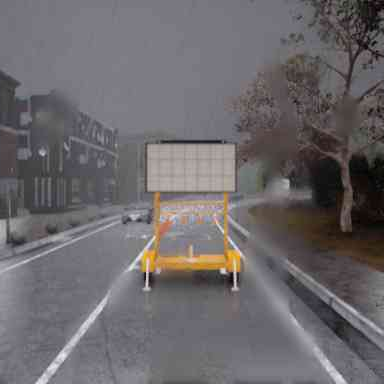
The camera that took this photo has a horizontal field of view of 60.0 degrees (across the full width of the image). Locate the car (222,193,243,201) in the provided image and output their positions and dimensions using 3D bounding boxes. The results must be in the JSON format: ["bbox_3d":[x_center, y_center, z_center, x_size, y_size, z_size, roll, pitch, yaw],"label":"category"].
[{"bbox_3d":[7.929,1.003,64.488,4.902,1.511,2.128,-2,1,-42],"label":"car"}]

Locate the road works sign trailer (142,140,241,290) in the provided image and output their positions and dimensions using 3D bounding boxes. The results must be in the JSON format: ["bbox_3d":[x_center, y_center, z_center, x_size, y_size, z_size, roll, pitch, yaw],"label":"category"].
[{"bbox_3d":[-0.019,0.423,8.902,2.380,3.560,2.880,0,0,0],"label":"road works sign trailer"}]

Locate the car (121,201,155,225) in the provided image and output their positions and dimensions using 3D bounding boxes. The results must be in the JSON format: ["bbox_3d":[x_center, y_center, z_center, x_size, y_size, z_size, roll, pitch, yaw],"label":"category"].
[{"bbox_3d":[-3.512,1.385,22.971,2.128,1.511,4.902,0,0,2],"label":"car"}]
